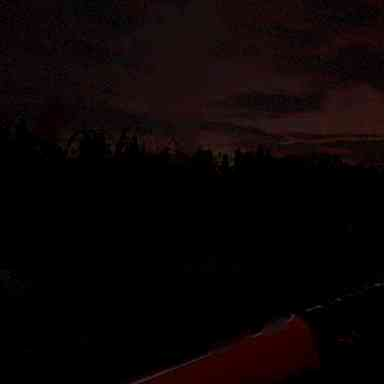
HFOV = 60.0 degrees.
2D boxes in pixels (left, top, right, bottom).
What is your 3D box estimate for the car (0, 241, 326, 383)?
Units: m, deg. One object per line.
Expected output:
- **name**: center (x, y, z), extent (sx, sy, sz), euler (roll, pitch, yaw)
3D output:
- **car**: center (-1.092, 1.360, 2.388), extent (4.553, 1.767, 2.097), euler (0, 0, -36)
